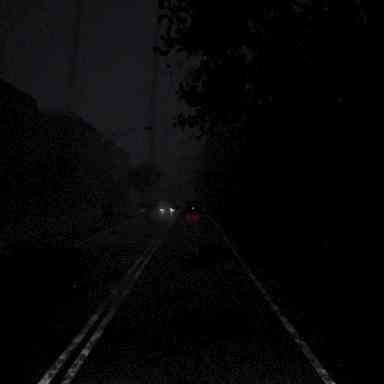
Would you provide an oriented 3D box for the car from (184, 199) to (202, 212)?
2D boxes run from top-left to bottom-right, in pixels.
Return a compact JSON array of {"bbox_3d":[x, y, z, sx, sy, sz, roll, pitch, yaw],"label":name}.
[{"bbox_3d":[0.109,1.557,38.865,1.837,1.490,4.892,0,0,0],"label":"car"}]

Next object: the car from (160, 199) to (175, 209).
[{"bbox_3d":[-3.329,1.607,46.037,2.033,1.411,5.357,0,0,0],"label":"car"}]

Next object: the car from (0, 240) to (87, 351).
[{"bbox_3d":[-3.349,1.558,5.461,2.033,1.411,5.357,0,0,0],"label":"car"}]
